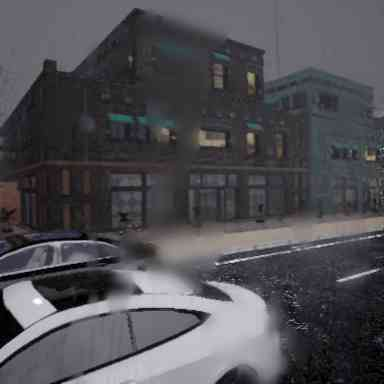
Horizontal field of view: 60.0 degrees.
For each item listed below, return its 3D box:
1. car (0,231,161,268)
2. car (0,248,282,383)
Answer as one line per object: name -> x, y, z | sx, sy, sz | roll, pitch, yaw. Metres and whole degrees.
car -> -2.770, 1.483, 5.702 | 4.902, 1.511, 2.128 | -1, 0, -35
car -> -1.198, 1.520, 2.831 | 4.674, 1.442, 1.812 | -1, 0, -35
